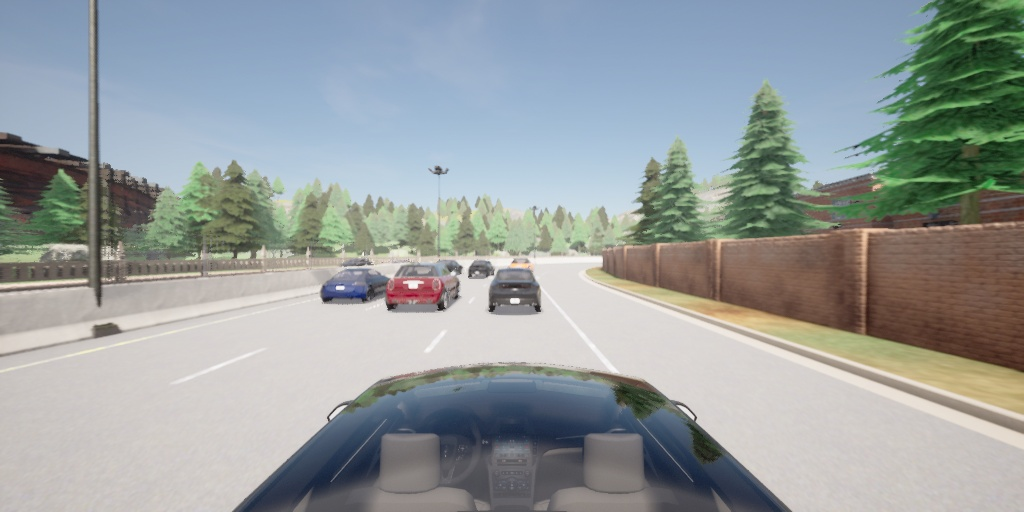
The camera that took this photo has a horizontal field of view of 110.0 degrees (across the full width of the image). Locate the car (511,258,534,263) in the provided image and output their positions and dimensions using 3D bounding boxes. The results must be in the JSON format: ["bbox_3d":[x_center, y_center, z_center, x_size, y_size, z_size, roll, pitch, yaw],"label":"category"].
[{"bbox_3d":[0.904,0.955,31.626,2.097,1.767,4.553,0,0,7],"label":"car"}]

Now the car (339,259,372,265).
[{"bbox_3d":[-18.681,1.057,42.900,1.837,1.490,4.892,0,0,12],"label":"car"}]

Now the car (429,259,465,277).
[{"bbox_3d":[-5.922,1.073,33.464,1.882,1.535,5.008,0,0,7],"label":"car"}]

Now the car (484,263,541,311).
[{"bbox_3d":[0.097,1.195,14.060,1.837,1.490,4.892,0,0,0],"label":"car"}]

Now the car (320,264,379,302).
[{"bbox_3d":[-6.903,1.242,16.422,1.994,1.385,4.181,0,0,0],"label":"car"}]

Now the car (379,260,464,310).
[{"bbox_3d":[-3.404,1.040,14.485,2.097,1.767,4.553,0,0,0],"label":"car"}]

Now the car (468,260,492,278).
[{"bbox_3d":[-2.599,1.107,31.958,1.837,1.490,4.892,0,0,6],"label":"car"}]
